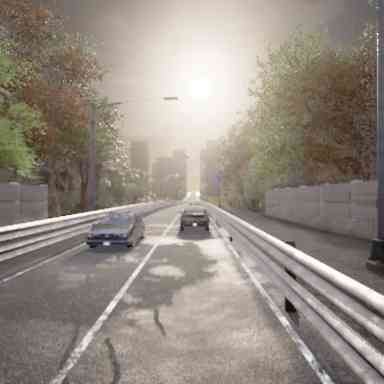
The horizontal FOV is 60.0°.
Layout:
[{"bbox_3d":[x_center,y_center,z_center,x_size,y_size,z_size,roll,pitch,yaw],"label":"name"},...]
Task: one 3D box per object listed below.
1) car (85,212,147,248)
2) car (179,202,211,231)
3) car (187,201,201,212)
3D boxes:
[{"bbox_3d":[-3.300,1.646,15.537,2.033,1.411,5.357,0,0,0],"label":"car"},{"bbox_3d":[0.175,1.669,22.121,1.837,1.490,4.892,0,0,0],"label":"car"},{"bbox_3d":[0.277,2.091,48.679,1.994,1.385,4.181,0,-1,0],"label":"car"}]
